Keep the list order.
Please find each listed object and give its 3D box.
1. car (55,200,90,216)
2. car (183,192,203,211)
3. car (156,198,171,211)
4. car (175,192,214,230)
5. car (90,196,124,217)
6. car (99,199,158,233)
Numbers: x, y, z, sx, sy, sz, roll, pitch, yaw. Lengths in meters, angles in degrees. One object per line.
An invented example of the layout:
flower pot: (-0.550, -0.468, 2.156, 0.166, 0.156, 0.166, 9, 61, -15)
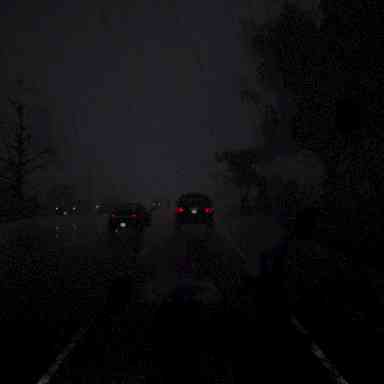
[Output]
car: (-10.545, 1.438, 29.930, 1.895, 1.301, 4.718, 0, 0, 0)
car: (0.117, 1.019, 38.057, 2.150, 2.045, 5.566, 0, 0, 0)
car: (-3.384, 1.347, 37.200, 2.033, 1.411, 5.357, 0, 0, 0)
car: (0.119, 1.111, 20.343, 2.150, 2.045, 5.566, 0, 1, 0)
car: (-7.049, 1.189, 29.518, 2.097, 1.767, 4.553, 0, 0, 0)
car: (-3.392, 1.389, 18.773, 2.128, 1.511, 4.902, 0, 0, 0)
